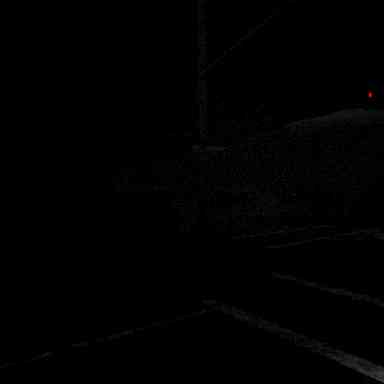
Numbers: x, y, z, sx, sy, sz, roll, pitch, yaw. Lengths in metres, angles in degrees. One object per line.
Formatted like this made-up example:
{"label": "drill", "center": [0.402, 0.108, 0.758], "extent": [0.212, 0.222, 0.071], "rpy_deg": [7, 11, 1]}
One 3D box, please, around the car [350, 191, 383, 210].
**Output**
{"label": "car", "center": [18.504, 0.816, 33.361], "extent": [1.905, 1.878, 3.866], "rpy_deg": [-1, 0, -36]}

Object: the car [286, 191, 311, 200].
{"label": "car", "center": [21.423, 0.669, 67.120], "extent": [1.932, 1.855, 4.605], "rpy_deg": [-1, 0, -36]}

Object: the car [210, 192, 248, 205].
{"label": "car", "center": [5.078, 1.066, 45.720], "extent": [2.007, 1.523, 4.514], "rpy_deg": [-1, 0, -36]}

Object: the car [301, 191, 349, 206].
{"label": "car", "center": [16.564, 0.812, 41.664], "extent": [1.932, 1.855, 4.605], "rpy_deg": [-1, 0, -36]}

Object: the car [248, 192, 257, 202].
{"label": "car", "center": [8.935, 0.845, 57.597], "extent": [2.152, 1.636, 5.027], "rpy_deg": [-1, 0, -36]}

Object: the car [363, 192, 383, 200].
{"label": "car", "center": [38.500, 0.837, 70.124], "extent": [1.970, 1.475, 3.806], "rpy_deg": [-1, 0, -36]}

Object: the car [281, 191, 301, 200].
{"label": "car", "center": [19.309, 0.671, 65.085], "extent": [1.905, 1.878, 3.866], "rpy_deg": [-1, 0, -36]}

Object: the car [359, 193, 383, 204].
{"label": "car", "center": [27.082, 0.917, 48.379], "extent": [2.007, 1.523, 4.514], "rpy_deg": [-1, 0, -36]}

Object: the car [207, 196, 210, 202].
{"label": "car", "center": [3.922, 0.972, 53.579], "extent": [1.970, 1.475, 3.806], "rpy_deg": [-1, 0, -36]}
